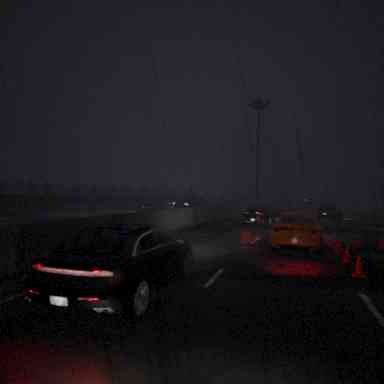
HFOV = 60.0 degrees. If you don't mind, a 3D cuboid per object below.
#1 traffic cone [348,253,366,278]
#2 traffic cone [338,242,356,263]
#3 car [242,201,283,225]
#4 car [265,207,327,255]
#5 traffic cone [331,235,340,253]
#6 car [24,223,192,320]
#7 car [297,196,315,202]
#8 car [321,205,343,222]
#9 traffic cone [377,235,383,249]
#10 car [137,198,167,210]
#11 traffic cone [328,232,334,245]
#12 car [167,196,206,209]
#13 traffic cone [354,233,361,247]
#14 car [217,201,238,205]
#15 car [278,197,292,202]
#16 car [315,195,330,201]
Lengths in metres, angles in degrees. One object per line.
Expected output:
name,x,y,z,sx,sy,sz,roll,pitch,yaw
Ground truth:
traffic cone,4.694,2.073,9.364,0.340,0.580,0.340,2,0,17
traffic cone,5.262,2.086,11.282,0.340,0.580,0.340,2,0,17
car,5.113,1.608,24.200,1.837,1.490,4.892,1,0,26
car,4.499,1.581,14.084,1.882,1.535,5.008,2,0,20
traffic cone,5.830,2.099,13.199,0.340,0.580,0.340,2,0,17
car,-1.359,1.438,7.331,2.128,1.511,4.902,2,0,15
car,24.087,1.751,71.375,2.097,1.767,4.553,2,0,35
car,12.348,1.865,29.991,1.994,1.385,4.181,2,0,32
traffic cone,8.314,2.168,14.549,0.340,0.580,0.340,2,0,17
car,-4.157,1.376,36.843,1.994,1.385,4.181,2,0,31
traffic cone,6.397,2.112,15.117,0.340,0.580,0.340,2,0,17
car,-0.274,1.277,36.519,2.097,1.767,4.553,2,0,31
traffic cone,7.356,2.140,14.833,0.340,0.580,0.340,2,0,17
car,3.810,1.644,36.584,1.895,1.301,4.718,2,0,32
car,19.924,1.863,71.568,1.837,1.490,4.892,2,0,35
car,27.507,1.541,70.135,2.150,2.045,5.566,2,0,35
